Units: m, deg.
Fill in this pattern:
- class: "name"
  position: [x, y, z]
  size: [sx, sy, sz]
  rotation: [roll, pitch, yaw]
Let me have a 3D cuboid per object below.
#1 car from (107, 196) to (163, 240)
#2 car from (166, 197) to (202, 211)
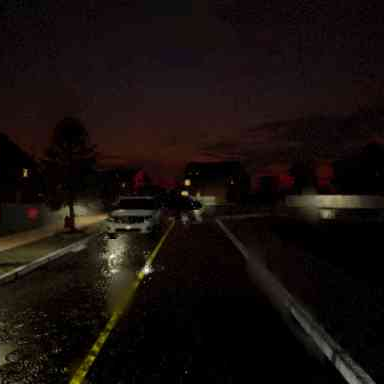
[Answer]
- class: "car"
  position: [-2.807, 1.220, 17.469]
  size: [2.150, 2.045, 5.566]
  rotation: [0, 0, 0]
- class: "car"
  position: [-0.969, 1.349, 40.219]
  size: [4.553, 1.767, 2.097]
  rotation: [0, 0, 36]
